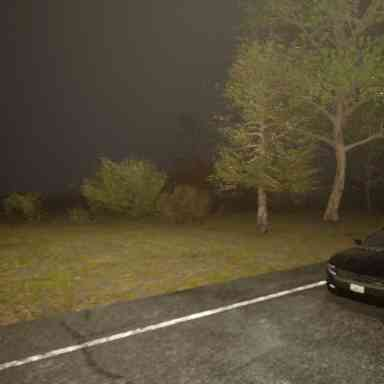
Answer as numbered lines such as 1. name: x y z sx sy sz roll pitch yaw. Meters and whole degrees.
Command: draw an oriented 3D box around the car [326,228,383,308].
1. car: 5.094 1.527 7.630 5.008 1.535 1.882 0 0 -36
